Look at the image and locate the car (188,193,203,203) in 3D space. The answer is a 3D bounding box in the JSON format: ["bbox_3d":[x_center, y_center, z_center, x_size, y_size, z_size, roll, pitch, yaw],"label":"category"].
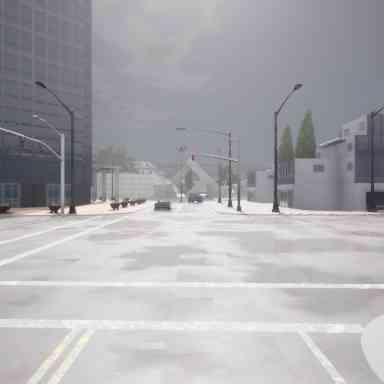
[{"bbox_3d":[0.708,1.221,67.382,2.150,2.045,5.566,0,0,12],"label":"car"}]

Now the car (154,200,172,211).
[{"bbox_3d":[-3.620,1.601,41.672,1.895,1.301,4.718,0,0,0],"label":"car"}]
